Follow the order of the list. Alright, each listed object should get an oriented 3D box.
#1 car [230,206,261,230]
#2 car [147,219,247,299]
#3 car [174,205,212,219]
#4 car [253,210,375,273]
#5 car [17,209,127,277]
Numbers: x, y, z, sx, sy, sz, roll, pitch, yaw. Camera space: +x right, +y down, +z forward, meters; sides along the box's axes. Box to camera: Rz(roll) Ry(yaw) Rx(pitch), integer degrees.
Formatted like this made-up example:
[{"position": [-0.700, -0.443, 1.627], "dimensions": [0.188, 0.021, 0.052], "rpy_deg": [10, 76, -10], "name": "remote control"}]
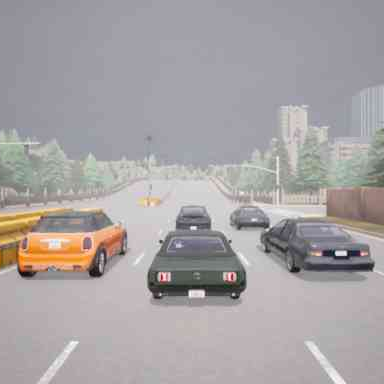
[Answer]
[{"position": [3.569, 1.557, 21.031], "dimensions": [1.994, 1.385, 4.181], "rpy_deg": [0, 0, 0], "name": "car"}, {"position": [0.089, 1.598, 8.388], "dimensions": [1.895, 1.301, 4.718], "rpy_deg": [0, 0, 0], "name": "car"}, {"position": [0.072, 1.499, 18.625], "dimensions": [1.837, 1.490, 4.892], "rpy_deg": [0, 0, 0], "name": "car"}, {"position": [3.587, 1.544, 10.625], "dimensions": [2.033, 1.411, 5.357], "rpy_deg": [0, 0, -1], "name": "car"}, {"position": [-3.411, 1.349, 10.391], "dimensions": [2.097, 1.767, 4.553], "rpy_deg": [0, 0, 0], "name": "car"}]
